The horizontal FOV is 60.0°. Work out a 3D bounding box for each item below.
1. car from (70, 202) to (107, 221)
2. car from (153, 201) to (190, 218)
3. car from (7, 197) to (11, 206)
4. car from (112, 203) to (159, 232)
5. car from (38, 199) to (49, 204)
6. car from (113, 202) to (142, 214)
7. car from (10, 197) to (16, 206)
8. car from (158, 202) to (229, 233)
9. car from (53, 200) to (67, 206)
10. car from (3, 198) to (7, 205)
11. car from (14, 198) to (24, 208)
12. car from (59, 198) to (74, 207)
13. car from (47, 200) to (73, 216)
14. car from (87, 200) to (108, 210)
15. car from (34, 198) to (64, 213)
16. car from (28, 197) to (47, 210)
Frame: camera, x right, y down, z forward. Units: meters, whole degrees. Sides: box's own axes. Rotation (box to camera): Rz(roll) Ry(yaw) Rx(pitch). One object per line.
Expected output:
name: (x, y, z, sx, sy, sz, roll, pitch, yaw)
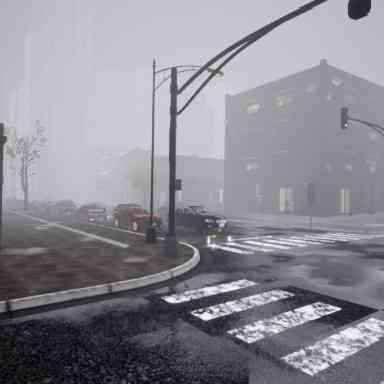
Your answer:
car: (-8.584, 1.730, 28.207, 1.802, 1.307, 4.206, 1, -1, -35)
car: (-2.134, 1.761, 34.060, 1.967, 1.590, 4.097, 1, -1, -35)
car: (-35.272, 2.132, 66.606, 1.947, 1.339, 4.313, 1, -1, -35)
car: (-3.426, 1.615, 20.831, 1.887, 1.381, 4.507, 1, -1, -35)
car: (-38.012, 2.404, 85.149, 1.752, 1.417, 4.829, 1, -1, -35)
car: (-8.338, 1.966, 42.921, 2.008, 1.369, 4.403, 1, -1, -35)
car: (-32.101, 2.082, 62.072, 1.947, 1.339, 4.313, 1, -1, -35)
car: (0.247, 1.593, 20.335, 2.128, 1.511, 4.902, 1, -1, -35)
car: (-28.403, 2.307, 71.405, 1.802, 1.307, 4.206, 1, -1, -35)
car: (-38.441, 1.931, 71.144, 2.192, 1.841, 5.009, 1, -1, -35)
car: (-29.113, 2.013, 57.785, 1.887, 1.381, 4.507, 1, -1, -35)
car: (-25.233, 2.115, 66.872, 1.967, 1.590, 4.097, 1, -1, -35)
car: (-13.741, 1.792, 35.585, 1.947, 1.339, 4.313, 1, -1, -35)
car: (-14.820, 2.039, 52.098, 1.752, 1.417, 4.829, 1, -1, -35)
car: (-18.041, 1.843, 41.785, 2.008, 1.369, 4.403, 1, -1, -35)
car: (-22.718, 1.892, 48.546, 1.752, 1.417, 4.829, 1, -1, -35)
